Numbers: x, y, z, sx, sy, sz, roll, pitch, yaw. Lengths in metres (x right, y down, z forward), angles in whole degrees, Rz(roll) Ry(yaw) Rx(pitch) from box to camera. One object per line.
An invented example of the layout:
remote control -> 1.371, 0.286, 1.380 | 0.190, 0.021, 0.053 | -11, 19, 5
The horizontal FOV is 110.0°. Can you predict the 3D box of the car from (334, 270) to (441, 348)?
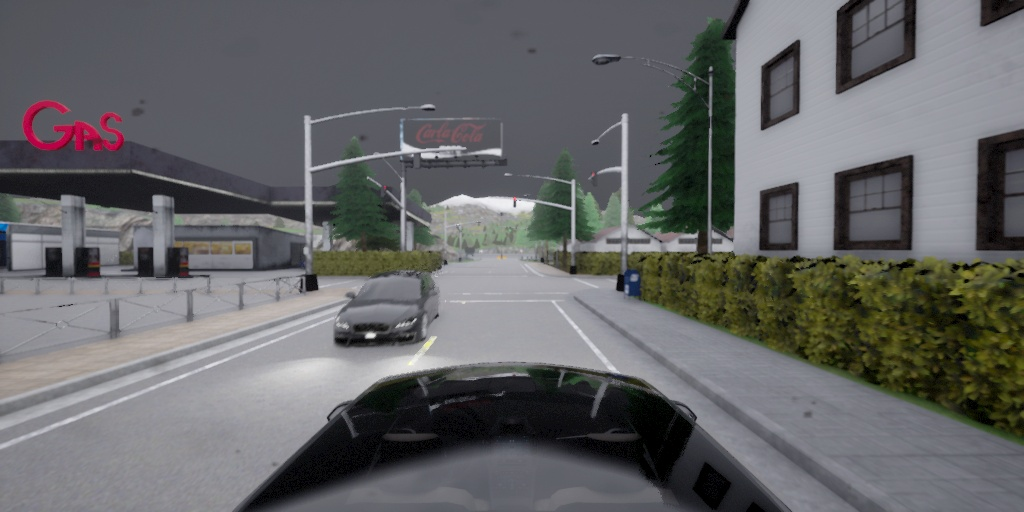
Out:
car -> -2.976, 1.193, 9.405 | 1.837, 1.490, 4.892 | 0, 3, -5
